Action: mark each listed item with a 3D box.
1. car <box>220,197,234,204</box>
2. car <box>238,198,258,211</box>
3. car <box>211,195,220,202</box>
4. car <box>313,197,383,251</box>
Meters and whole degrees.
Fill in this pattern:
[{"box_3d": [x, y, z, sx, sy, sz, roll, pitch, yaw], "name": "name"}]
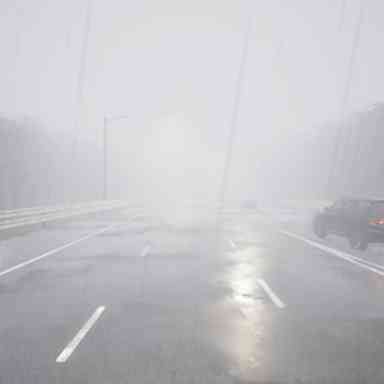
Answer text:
[{"box_3d": [7.096, 1.672, 64.704, 2.033, 1.411, 5.357, 0, 0, 0], "name": "car"}, {"box_3d": [7.020, 1.517, 41.967, 1.837, 1.490, 4.892, 0, 0, 0], "name": "car"}, {"box_3d": [7.282, 1.822, 94.804, 2.097, 1.767, 4.553, 0, -1, 0], "name": "car"}, {"box_3d": [7.195, 1.227, 14.235, 2.150, 2.045, 5.566, 0, 0, -3], "name": "car"}]
